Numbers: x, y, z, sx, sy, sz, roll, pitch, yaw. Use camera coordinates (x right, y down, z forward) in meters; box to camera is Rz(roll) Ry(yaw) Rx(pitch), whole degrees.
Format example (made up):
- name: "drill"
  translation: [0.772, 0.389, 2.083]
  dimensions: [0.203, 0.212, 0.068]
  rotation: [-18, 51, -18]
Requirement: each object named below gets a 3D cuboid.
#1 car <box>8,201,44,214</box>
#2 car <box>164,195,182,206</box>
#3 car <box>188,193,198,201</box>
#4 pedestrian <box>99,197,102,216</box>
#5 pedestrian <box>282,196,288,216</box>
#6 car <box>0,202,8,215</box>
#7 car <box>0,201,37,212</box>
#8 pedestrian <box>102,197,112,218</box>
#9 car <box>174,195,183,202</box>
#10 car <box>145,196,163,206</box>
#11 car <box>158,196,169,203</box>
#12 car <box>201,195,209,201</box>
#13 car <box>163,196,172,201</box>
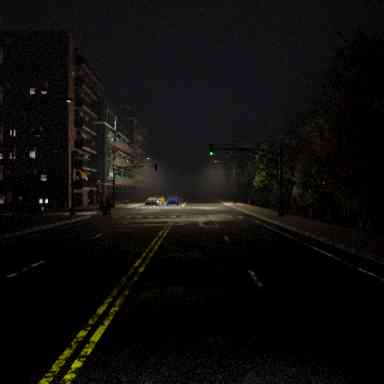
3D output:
- name: "car"
  translation: [-19.226, 1.727, 37.414]
  dimensions: [4.902, 1.511, 2.128]
  rotation: [-1, 0, 1]
- name: "car"
  translation: [-3.176, 1.499, 55.833]
  dimensions: [1.882, 1.535, 5.008]
  rotation: [0, 0, 0]
- name: "car"
  translation: [0.251, 1.266, 85.604]
  dimensions: [2.150, 2.045, 5.566]
  rotation: [0, 0, 0]
- name: "pedestrian"
  translation: [-7.945, 1.302, 29.399]
  dimensions: [0.375, 1.860, 0.375]
  rotation: [0, 0, 0]
- name: "pedestrian"
  translation: [8.052, 1.149, 28.751]
  dimensions: [0.375, 1.860, 0.375]
  rotation: [0, 0, 0]
- name: "car"
  translation: [-22.570, 1.595, 34.609]
  dimensions: [5.009, 1.841, 2.192]
  rotation: [-1, 1, -1]
- name: "car"
  translation: [-22.662, 1.856, 43.260]
  dimensions: [4.206, 1.307, 1.802]
  rotation: [-1, 1, -1]
- name: "pedestrian"
  translation: [-7.114, 1.301, 28.099]
  dimensions: [0.375, 1.860, 0.375]
  rotation: [0, 0, 0]
- name: "car"
  translation: [-3.030, 1.538, 75.375]
  dimensions: [1.837, 1.490, 4.892]
  rotation: [0, 0, 0]
- name: "car"
  translation: [-6.432, 1.568, 54.390]
  dimensions: [2.033, 1.411, 5.357]
  rotation: [0, 0, 0]
- name: "car"
  translation: [-6.284, 1.562, 74.183]
  dimensions: [2.128, 1.511, 4.902]
  rotation: [0, 0, 0]
- name: "car"
  translation: [3.502, 1.540, 85.562]
  dimensions: [1.837, 1.490, 4.892]
  rotation: [0, 0, 0]
- name: "car"
  translation: [-6.252, 1.628, 84.507]
  dimensions: [1.895, 1.301, 4.718]
  rotation: [0, 0, 0]
